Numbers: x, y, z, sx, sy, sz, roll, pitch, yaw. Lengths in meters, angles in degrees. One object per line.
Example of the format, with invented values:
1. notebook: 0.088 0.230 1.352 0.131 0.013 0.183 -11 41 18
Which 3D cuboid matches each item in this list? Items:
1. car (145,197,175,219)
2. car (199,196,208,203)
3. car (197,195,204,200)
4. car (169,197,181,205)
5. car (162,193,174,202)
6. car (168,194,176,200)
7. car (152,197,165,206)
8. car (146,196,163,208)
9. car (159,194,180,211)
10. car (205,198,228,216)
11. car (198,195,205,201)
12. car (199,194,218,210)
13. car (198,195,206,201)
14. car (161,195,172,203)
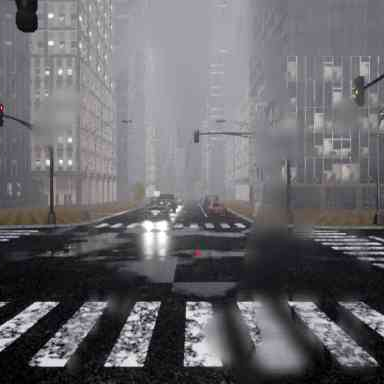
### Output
1. car: -2.906 1.480 28.772 2.128 1.511 4.902 0 0 0
2. car: 2.427 1.507 70.779 1.887 1.381 4.507 -1 0 0
3. car: 2.387 1.488 92.877 1.887 1.381 4.507 -1 0 0
4. car: -2.911 1.572 58.308 1.895 1.301 4.718 0 0 0
5. car: -5.466 1.272 76.265 2.192 1.841 5.009 -1 0 0
6. car: -5.494 1.383 92.838 1.967 1.590 4.097 -1 0 0
7. car: -5.423 1.557 54.167 1.802 1.307 4.206 -1 0 0
8. car: -5.415 1.418 48.642 1.967 1.590 4.097 -1 0 0
9. car: -2.921 1.205 38.640 2.150 2.045 5.566 0 0 0
10. car: 2.464 1.569 32.107 1.802 1.307 4.206 -1 0 0
11. car: 2.397 1.473 87.523 1.752 1.417 4.829 -1 0 0
12. car: 2.461 1.296 43.157 2.192 1.841 5.009 -1 0 0
13. car: 2.408 1.534 81.829 1.802 1.307 4.206 -1 0 0
14. car: -5.455 1.402 70.740 1.967 1.590 4.097 -1 0 0
